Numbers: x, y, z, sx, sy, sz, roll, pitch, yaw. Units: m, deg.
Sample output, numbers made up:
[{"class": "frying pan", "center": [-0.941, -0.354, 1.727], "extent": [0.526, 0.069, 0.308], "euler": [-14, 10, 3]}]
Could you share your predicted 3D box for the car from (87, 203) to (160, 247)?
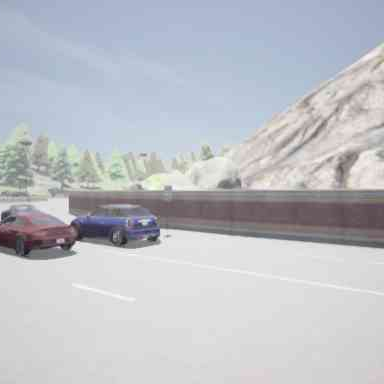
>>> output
[{"class": "car", "center": [-3.651, 1.349, 15.247], "extent": [4.553, 1.767, 2.097], "euler": [0, 0, 38]}]

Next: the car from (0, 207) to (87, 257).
[{"class": "car", "center": [-6.357, 1.523, 12.921], "extent": [4.674, 1.442, 1.812], "euler": [0, 0, 38]}]

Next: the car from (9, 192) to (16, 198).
[{"class": "car", "center": [-39.749, 1.224, 78.358], "extent": [1.812, 1.442, 4.674], "euler": [0, 1, 28]}]

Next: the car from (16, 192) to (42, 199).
[{"class": "car", "center": [-36.901, 1.185, 76.286], "extent": [1.882, 1.535, 5.008], "euler": [0, 1, 28]}]

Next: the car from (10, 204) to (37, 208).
[{"class": "car", "center": [-11.520, 1.543, 22.606], "extent": [2.033, 1.411, 5.357], "euler": [0, 0, -38]}]

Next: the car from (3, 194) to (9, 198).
[{"class": "car", "center": [-42.615, 0.920, 80.400], "extent": [2.150, 2.045, 5.566], "euler": [0, 1, 28]}]
